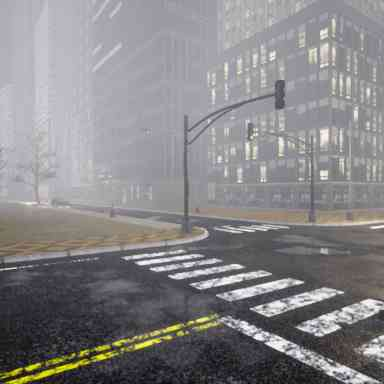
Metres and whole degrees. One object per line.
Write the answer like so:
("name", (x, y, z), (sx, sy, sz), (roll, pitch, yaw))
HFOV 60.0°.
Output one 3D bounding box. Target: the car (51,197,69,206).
("car", (-21.611, 1.553, 54.287), (2.033, 1.411, 5.357), (0, 0, -35))
